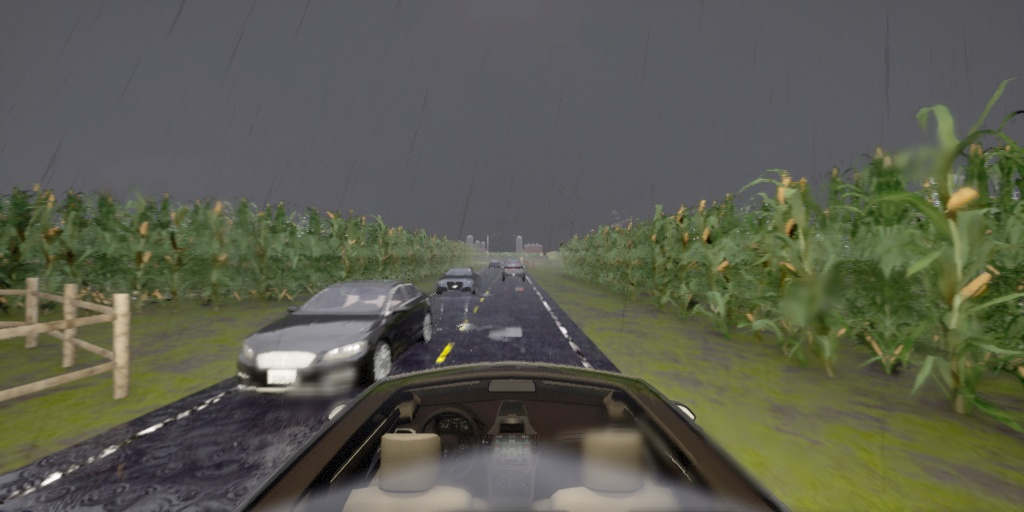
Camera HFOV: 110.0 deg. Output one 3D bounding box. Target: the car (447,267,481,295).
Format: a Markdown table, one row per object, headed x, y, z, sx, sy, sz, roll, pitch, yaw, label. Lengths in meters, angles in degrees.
| x | y | z | sx | sy | sz | roll | pitch | yaw | label |
| --- | --- | --- | --- | --- | --- | --- | --- | --- | --- |
| -2.803 | 1.308 | 19.587 | 1.994 | 1.385 | 4.181 | 0 | 0 | 0 | car |

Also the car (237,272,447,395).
| x | y | z | sx | sy | sz | roll | pitch | yaw | label |
| --- | --- | --- | --- | --- | --- | --- | --- | --- | --- |
| -2.841 | 1.240 | 6.899 | 2.128 | 1.511 | 4.902 | 0 | 0 | 0 | car |

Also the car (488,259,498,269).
| x | y | z | sx | sy | sz | roll | pitch | yaw | label |
| --- | --- | --- | --- | --- | --- | --- | --- | --- | --- |
| -2.734 | 1.247 | 56.546 | 2.033 | 1.411 | 5.357 | 0 | 0 | 1 | car |

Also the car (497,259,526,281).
| x | y | z | sx | sy | sz | roll | pitch | yaw | label |
| --- | --- | --- | --- | --- | --- | --- | --- | --- | --- |
| 0.134 | 1.232 | 29.498 | 2.128 | 1.511 | 4.902 | 0 | 0 | 0 | car |
